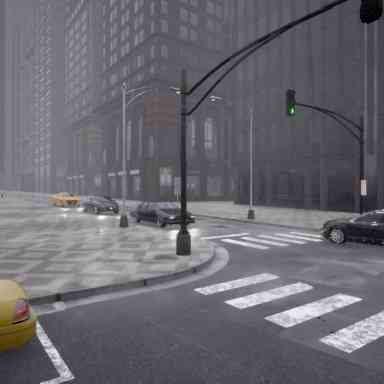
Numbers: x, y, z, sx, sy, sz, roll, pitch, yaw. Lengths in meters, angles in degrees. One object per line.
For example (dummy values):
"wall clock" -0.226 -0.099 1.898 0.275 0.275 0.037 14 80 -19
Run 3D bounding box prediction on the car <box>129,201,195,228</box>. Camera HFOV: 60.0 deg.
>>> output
"car" -2.006 1.237 20.199 2.033 1.411 5.357 0 1 -36

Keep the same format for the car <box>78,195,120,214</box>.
"car" -7.775 1.011 28.182 1.837 1.490 4.892 0 1 -36

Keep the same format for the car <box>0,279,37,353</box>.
"car" -4.357 1.525 3.536 4.829 1.417 1.752 0 0 -36

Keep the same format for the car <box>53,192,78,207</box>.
"car" -13.873 0.798 36.627 1.882 1.535 5.008 0 1 -35

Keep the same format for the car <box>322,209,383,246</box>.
"car" 7.406 1.418 12.646 1.837 1.490 4.892 0 1 -36
